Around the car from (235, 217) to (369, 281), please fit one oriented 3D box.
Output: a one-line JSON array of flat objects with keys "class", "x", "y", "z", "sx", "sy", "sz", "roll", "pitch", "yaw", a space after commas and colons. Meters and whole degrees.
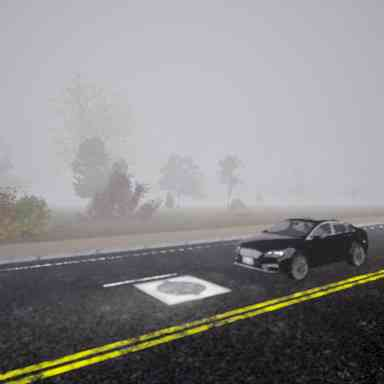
[{"class": "car", "x": 3.467, "y": 1.547, "z": 10.144, "sx": 4.902, "sy": 1.511, "sz": 2.128, "roll": 0, "pitch": 0, "yaw": -35}]
